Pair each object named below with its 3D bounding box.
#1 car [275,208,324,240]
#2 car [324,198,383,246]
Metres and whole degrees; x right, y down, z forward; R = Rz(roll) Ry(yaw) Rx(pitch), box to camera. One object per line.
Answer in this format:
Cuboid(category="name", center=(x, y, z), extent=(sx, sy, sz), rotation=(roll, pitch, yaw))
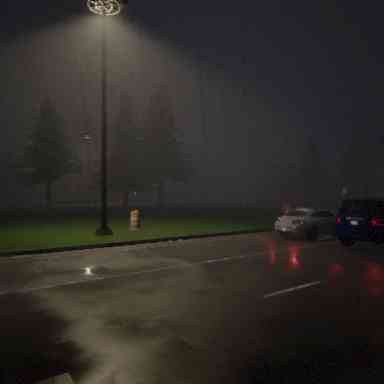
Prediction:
Cuboid(category="car", center=(6.215, 1.530, 16.945), extent=(4.674, 1.442, 1.812), rotation=(0, 0, -35))
Cuboid(category="car", center=(8.293, 1.255, 14.084), extent=(5.566, 2.045, 2.150), rotation=(0, 0, -35))
